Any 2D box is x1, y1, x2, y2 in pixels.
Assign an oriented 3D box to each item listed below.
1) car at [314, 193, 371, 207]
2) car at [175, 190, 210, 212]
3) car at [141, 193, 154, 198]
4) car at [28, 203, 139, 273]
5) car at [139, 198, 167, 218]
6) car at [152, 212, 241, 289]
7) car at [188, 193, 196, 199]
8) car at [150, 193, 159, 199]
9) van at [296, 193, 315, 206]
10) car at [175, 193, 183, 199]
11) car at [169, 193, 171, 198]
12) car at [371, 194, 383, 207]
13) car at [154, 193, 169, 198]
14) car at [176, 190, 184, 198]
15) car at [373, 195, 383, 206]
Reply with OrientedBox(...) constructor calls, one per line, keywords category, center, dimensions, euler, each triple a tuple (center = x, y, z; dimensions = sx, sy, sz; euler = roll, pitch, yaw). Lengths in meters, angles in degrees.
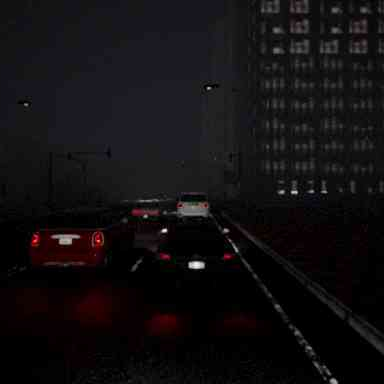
OrientedBox(category="car", center=(16.295, 0.986, 36.045), dimensions=(4.829, 1.417, 1.752), euler=(0, -1, -1))
OrientedBox(category="car", center=(0.084, 0.997, 23.184), dimensions=(2.150, 2.045, 5.566), euler=(0, 1, 0))
OrientedBox(category="car", center=(-9.799, 1.071, 72.026), dimensions=(1.895, 1.301, 4.718), euler=(0, 0, 0))
OrientedBox(category="car", center=(-3.157, 1.242, 10.434), dimensions=(2.097, 1.767, 4.553), euler=(0, 0, 0))
OrientedBox(category="car", center=(-3.172, 1.362, 24.884), dimensions=(1.895, 1.301, 4.718), euler=(0, 0, 0))
OrientedBox(category="car", center=(0.094, 1.471, 8.919), dimensions=(1.994, 1.385, 4.181), euler=(0, 1, 0))
OrientedBox(category="car", center=(-0.058, 0.969, 84.900), dimensions=(2.033, 1.411, 5.357), euler=(0, 0, 0))
OrientedBox(category="car", center=(-9.810, 1.023, 87.645), dimensions=(1.895, 1.301, 4.718), euler=(0, 0, 0))
OrientedBox(category="van", center=(15.908, 0.964, 44.067), dimensions=(3.998, 1.788, 1.690), euler=(0, -1, -1))
OrientedBox(category="car", center=(-3.308, 0.907, 84.898), dimensions=(1.882, 1.535, 5.008), euler=(0, 0, 0))
OrientedBox(category="car", center=(-6.560, 1.023, 87.647), dimensions=(1.895, 1.301, 4.718), euler=(0, 0, 0))
OrientedBox(category="car", center=(21.708, 0.873, 36.116), dimensions=(4.097, 1.590, 1.967), euler=(0, -1, -1))
OrientedBox(category="car", center=(-6.549, 0.975, 72.057), dimensions=(1.837, 1.490, 4.892), euler=(0, 0, 0))
OrientedBox(category="car", center=(-3.316, 0.512, 95.348), dimensions=(2.150, 2.045, 5.566), euler=(0, 0, 0))
OrientedBox(category="car", center=(26.925, 1.092, 44.207), dimensions=(4.829, 1.417, 1.752), euler=(0, -1, -1))
